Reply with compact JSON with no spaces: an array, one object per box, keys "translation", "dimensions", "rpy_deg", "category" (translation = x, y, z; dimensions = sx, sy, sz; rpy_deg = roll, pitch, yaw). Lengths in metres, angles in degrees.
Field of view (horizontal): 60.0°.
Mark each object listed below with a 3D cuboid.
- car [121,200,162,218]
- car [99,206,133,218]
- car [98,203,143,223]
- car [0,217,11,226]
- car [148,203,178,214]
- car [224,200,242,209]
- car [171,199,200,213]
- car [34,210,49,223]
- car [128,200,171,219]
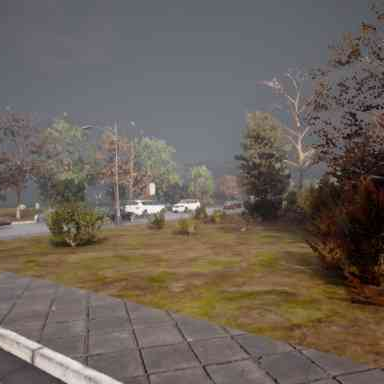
[{"translation":[-6.471,2.123,43.185],"dimensions":[2.150,2.045,5.566],"rpy_deg":[-3,-2,32],"category":"car"},{"translation":[-10.041,2.614,44.051],"dimensions":[1.994,1.385,4.181],"rpy_deg":[-3,-2,32],"category":"car"},{"translation":[-6.899,2.038,29.085],"dimensions":[1.837,1.490,4.892],"rpy_deg":[-3,-2,33],"category":"car"},{"translation":[-17.322,2.387,26.301],"dimensions":[2.033,1.411,5.357],"rpy_deg":[-3,-2,34],"category":"car"},{"translation":[-4.582,2.606,52.687],"dimensions":[2.128,1.511,4.902],"rpy_deg":[-3,-2,32],"category":"car"},{"translation":[7.333,2.242,58.187],"dimensions":[2.097,1.767,4.553],"rpy_deg":[-3,-2,32],"category":"car"},{"translation":[-0.796,2.192,52.141],"dimensions":[2.150,2.045,5.566],"rpy_deg":[-3,-2,33],"category":"car"},{"translation":[-14.850,2.505,36.452],"dimensions":[2.128,1.511,4.902],"rpy_deg":[-3,-2,32],"category":"car"},{"translation":[-5.224,1.940,38.238],"dimensions":[2.150,2.045,5.566],"rpy_deg":[-3,-2,32],"category":"car"}]
